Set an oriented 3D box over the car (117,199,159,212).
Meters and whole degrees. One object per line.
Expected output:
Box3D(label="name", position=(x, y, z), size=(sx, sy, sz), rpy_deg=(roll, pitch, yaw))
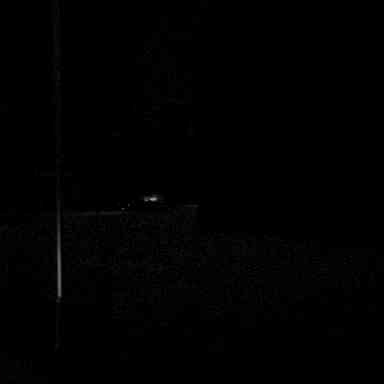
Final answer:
Box3D(label="car", position=(-5.750, 1.387, 35.689), size=(1.895, 1.301, 4.718), rpy_deg=(-2, -1, 35))
